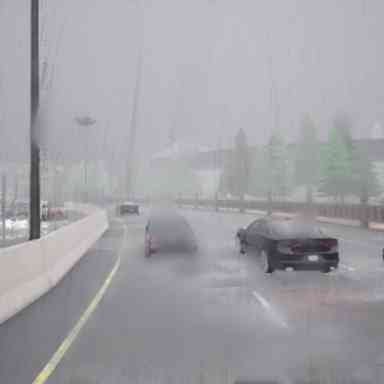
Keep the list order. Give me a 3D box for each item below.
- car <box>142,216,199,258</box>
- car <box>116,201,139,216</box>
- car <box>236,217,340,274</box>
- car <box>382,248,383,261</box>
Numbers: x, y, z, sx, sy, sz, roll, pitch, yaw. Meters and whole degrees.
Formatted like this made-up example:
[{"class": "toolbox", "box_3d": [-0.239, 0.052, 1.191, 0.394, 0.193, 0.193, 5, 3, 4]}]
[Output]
[{"class": "car", "box_3d": [-0.950, 1.642, 13.205, 2.033, 1.411, 5.357, 0, 0, -8]}, {"class": "car", "box_3d": [-7.215, 1.762, 36.814, 1.882, 1.535, 5.008, 0, 0, -21]}, {"class": "car", "box_3d": [2.810, 1.539, 10.872, 1.882, 1.535, 5.008, 0, 0, -6]}, {"class": "car", "box_3d": [6.605, 1.500, 7.705, 1.882, 1.535, 5.008, 0, 0, -4]}]
